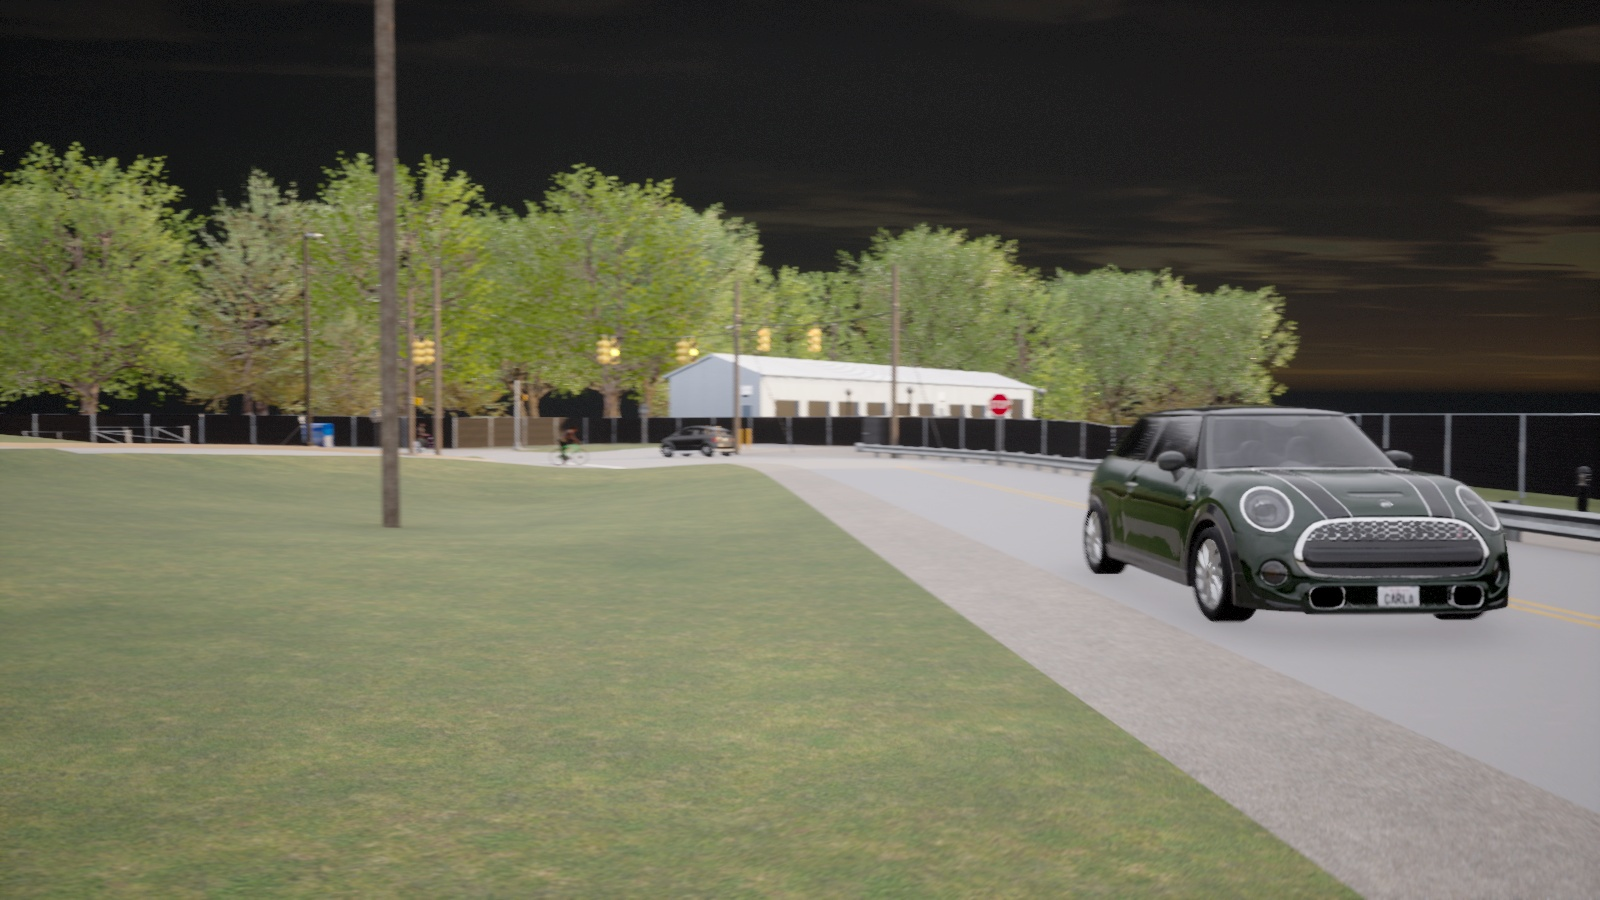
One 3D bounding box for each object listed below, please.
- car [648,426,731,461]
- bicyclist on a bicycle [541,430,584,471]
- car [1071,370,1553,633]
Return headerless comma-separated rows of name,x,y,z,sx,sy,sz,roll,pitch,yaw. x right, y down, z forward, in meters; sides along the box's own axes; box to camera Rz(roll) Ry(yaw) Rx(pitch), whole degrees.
car,-5.462,-0.303,62.078,3.705,1.549,1.789,-2,0,32
bicyclist on a bicycle,-9.758,0.022,51.626,1.656,1.620,0.582,-2,3,-30
car,4.052,0.303,10.964,2.097,1.767,4.553,-1,1,-4
